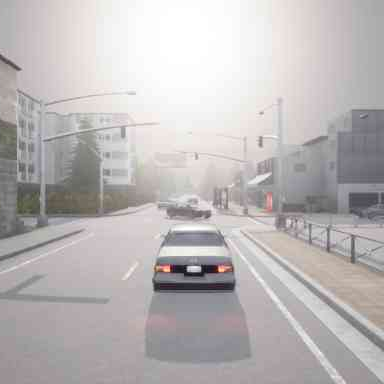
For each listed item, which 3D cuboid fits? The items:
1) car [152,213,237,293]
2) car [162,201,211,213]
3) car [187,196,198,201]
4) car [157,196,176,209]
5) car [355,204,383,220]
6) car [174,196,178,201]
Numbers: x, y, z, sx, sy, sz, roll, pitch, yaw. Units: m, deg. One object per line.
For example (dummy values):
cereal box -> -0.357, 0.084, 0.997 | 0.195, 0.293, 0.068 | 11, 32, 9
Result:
car -> 0.062, 1.547, 8.990 | 2.033, 1.411, 5.357 | 0, 0, 1
car -> -0.349, 1.710, 29.154 | 1.895, 1.301, 4.718 | 0, -1, -36
car -> 0.119, 1.526, 61.372 | 1.812, 1.442, 4.674 | 0, 0, 0
car -> -3.585, 1.601, 44.411 | 1.895, 1.301, 4.718 | 0, 0, 0
car -> 16.724, 1.740, 29.382 | 4.181, 1.385, 1.994 | 0, 0, 0
car -> -3.551, 1.525, 60.956 | 1.812, 1.442, 4.674 | 0, 0, 0
